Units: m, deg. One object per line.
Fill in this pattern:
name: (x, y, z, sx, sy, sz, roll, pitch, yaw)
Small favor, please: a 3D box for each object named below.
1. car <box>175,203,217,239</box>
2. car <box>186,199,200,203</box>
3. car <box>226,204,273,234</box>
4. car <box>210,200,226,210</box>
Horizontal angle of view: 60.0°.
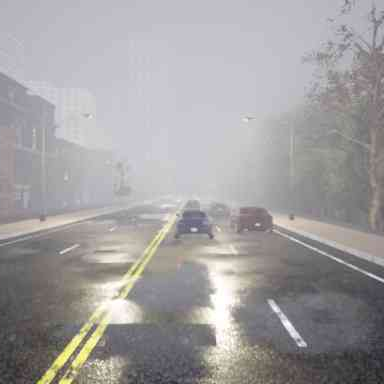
car: (0.101, 1.556, 17.467, 1.812, 1.442, 4.674, 0, 0, 0)
car: (0.104, 1.638, 44.267, 1.994, 1.385, 4.181, 0, 0, 0)
car: (3.352, 1.511, 19.500, 1.882, 1.535, 5.008, 0, 0, 0)
car: (3.355, 1.673, 43.196, 1.895, 1.301, 4.718, 0, 0, 0)
